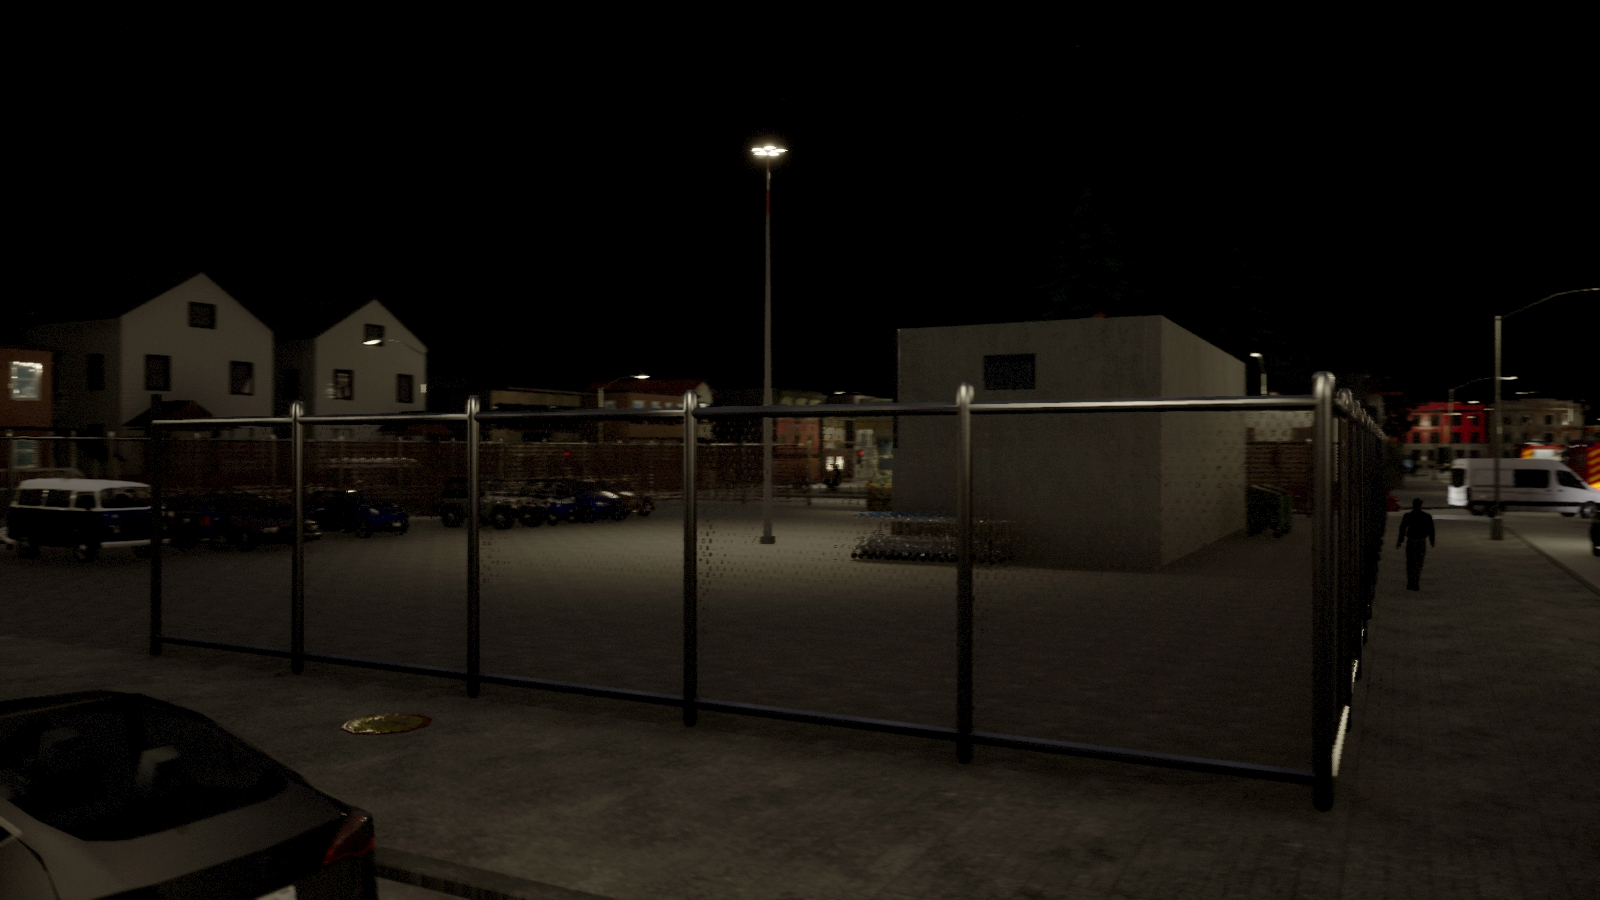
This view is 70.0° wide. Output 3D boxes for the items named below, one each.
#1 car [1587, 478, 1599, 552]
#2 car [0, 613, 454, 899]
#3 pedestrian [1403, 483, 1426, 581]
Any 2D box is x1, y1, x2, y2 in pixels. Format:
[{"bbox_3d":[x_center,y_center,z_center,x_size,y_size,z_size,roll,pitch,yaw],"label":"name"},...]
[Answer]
[{"bbox_3d":[21.596,1.711,29.189,1.932,1.855,4.605,0,0,28],"label":"car"},{"bbox_3d":[-4.386,1.851,5.983,4.792,1.488,2.163,0,0,28],"label":"car"},{"bbox_3d":[11.857,1.572,22.053,0.375,1.860,0.375,0,0,28],"label":"pedestrian"}]
